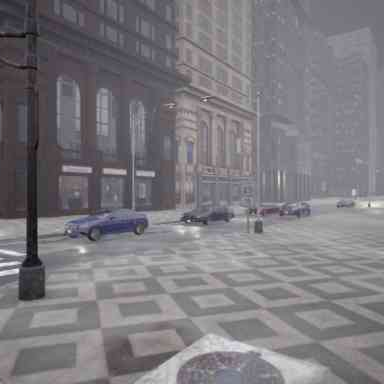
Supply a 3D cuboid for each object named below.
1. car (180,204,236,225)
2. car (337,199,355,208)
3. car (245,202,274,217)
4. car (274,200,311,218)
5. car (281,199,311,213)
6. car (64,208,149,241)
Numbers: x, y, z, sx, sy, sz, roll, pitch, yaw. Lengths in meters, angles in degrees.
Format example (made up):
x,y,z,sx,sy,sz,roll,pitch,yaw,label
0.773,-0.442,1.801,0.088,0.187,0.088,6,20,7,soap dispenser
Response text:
x,y,z,sx,sy,sz,roll,pitch,yaw,label
1.342,1.616,25.035,2.033,1.411,5.357,0,0,36,car
23.251,1.700,50.115,2.033,1.411,5.357,0,0,36,car
7.036,1.697,32.971,1.895,1.301,4.718,0,0,36,car
9.658,1.617,31.145,1.812,1.442,4.674,0,0,36,car
12.935,1.671,41.131,2.033,1.411,5.357,0,0,36,car
-4.252,1.565,17.221,1.812,1.442,4.674,0,0,37,car
